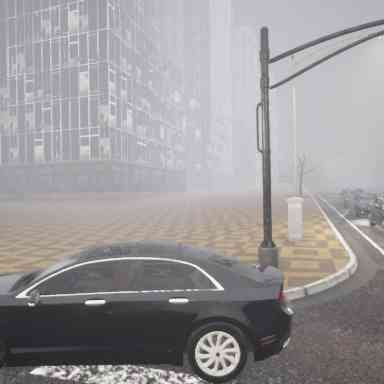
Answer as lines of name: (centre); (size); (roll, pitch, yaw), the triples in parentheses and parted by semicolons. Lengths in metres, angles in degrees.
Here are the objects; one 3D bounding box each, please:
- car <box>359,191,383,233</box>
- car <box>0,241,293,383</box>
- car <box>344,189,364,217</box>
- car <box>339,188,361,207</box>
car: (8.987, 0.927, 14.426); (2.128, 1.511, 4.902); (-1, 2, 18)
car: (-1.090, 1.505, 4.777); (4.892, 1.490, 1.837); (0, 0, 0)
car: (11.027, 0.758, 20.723); (1.994, 1.385, 4.181); (-1, 2, 17)
car: (13.013, 0.453, 26.790); (2.128, 1.511, 4.902); (-1, 2, 18)
